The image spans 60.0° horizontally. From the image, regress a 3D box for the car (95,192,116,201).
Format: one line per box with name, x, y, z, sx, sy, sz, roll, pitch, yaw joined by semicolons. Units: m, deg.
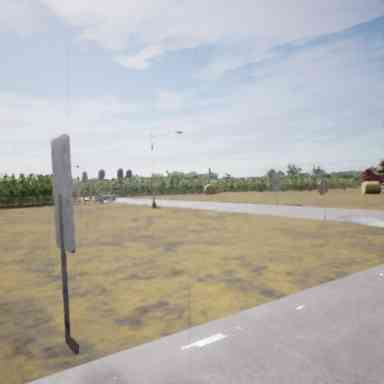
car;-13.946;0.689;53.400;1.895;1.301;4.718;-4;2;-36
